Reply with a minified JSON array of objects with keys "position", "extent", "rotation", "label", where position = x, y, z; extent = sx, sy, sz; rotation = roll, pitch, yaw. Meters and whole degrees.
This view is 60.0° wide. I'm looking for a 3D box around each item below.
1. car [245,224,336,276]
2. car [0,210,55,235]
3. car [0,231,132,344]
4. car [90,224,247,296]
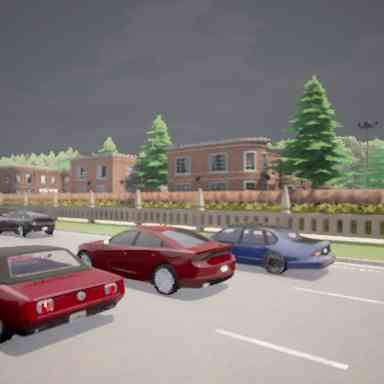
[{"position":[1.904,1.794,11.300],"extent":[5.357,1.411,2.033],"rotation":[-1,-1,37],"label":"car"},{"position":[-10.371,1.892,20.556],"extent":[4.892,1.490,1.837],"rotation":[-1,-2,37],"label":"car"},{"position":[-3.596,1.730,6.677],"extent":[4.718,1.301,1.895],"rotation":[-1,-1,37],"label":"car"},{"position":[-1.225,1.670,9.275],"extent":[5.008,1.535,1.882],"rotation":[-1,-2,37],"label":"car"}]
